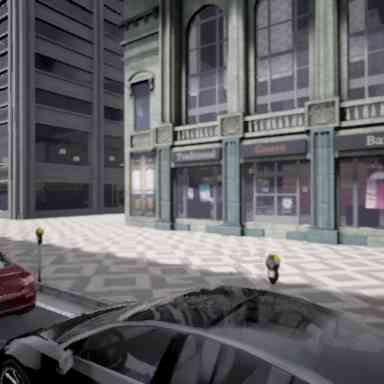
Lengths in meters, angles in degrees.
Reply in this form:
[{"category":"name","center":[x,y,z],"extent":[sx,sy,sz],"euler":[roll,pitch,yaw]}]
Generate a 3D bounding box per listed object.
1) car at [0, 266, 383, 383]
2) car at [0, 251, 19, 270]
[{"category":"car","center":[0.033,1.566,2.945],"extent":[4.313,1.339,1.947],"euler":[0,0,36]},{"category":"car","center":[-4.556,1.582,6.218],"extent":[4.206,1.307,1.802],"euler":[0,0,36]}]
